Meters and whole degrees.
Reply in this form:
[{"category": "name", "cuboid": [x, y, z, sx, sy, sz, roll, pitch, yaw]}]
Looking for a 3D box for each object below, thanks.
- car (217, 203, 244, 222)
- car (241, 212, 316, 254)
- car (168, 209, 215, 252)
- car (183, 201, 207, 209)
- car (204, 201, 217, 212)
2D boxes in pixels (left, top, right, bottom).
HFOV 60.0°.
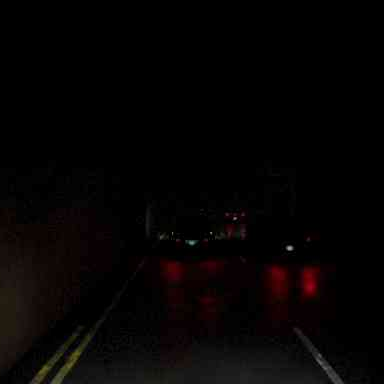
[{"category": "car", "cuboid": [3.497, 1.877, 29.107, 1.895, 1.301, 4.718, 0, -1, 0]}, {"category": "car", "cuboid": [3.495, 1.735, 14.109, 1.895, 1.301, 4.718, 0, -1, 0]}, {"category": "car", "cuboid": [-0.002, 1.663, 14.371, 1.812, 1.442, 4.674, 0, 0, 0]}, {"category": "car", "cuboid": [-0.007, 1.822, 28.991, 2.033, 1.411, 5.357, 0, -1, 0]}, {"category": "car", "cuboid": [1.906, 1.929, 42.658, 1.812, 1.442, 4.674, 0, 0, 20]}]
